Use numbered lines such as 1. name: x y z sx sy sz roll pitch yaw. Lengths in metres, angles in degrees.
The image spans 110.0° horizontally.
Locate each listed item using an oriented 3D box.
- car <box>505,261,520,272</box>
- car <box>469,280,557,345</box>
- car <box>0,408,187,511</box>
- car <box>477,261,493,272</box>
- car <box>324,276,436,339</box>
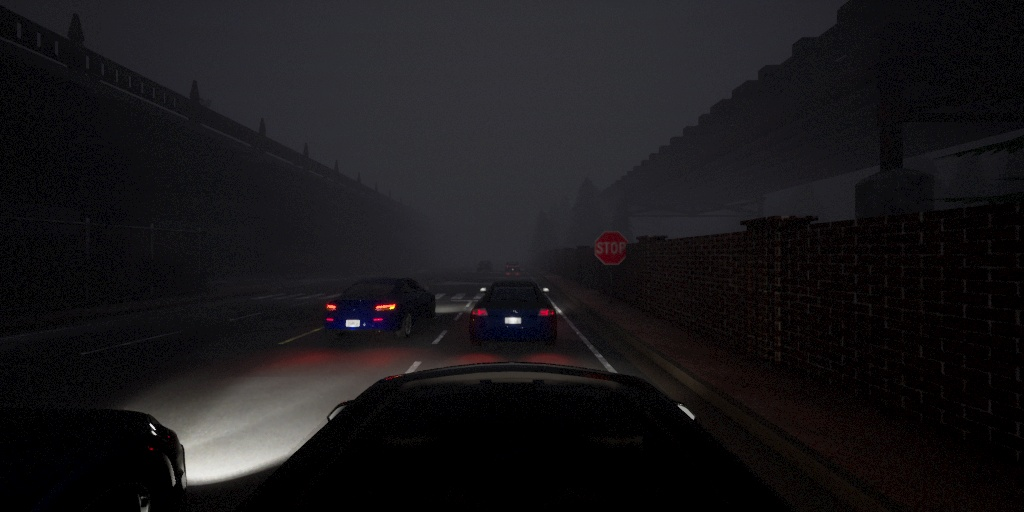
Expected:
1. car: 0.064 1.351 46.243 1.895 1.301 4.718 0 0 -1
2. car: 0.062 1.314 9.473 1.994 1.385 4.181 0 0 1
3. car: -3.399 1.314 0.897 1.994 1.385 4.181 0 0 0
4. car: -3.430 1.297 46.040 2.033 1.411 5.357 0 0 -1
5. car: -3.420 1.276 9.993 1.812 1.442 4.674 0 0 0
